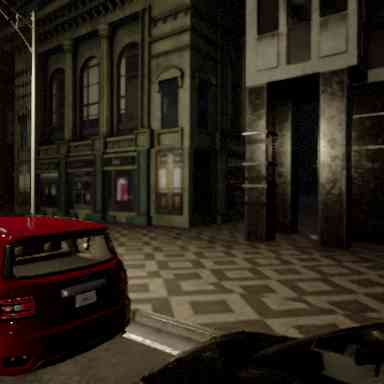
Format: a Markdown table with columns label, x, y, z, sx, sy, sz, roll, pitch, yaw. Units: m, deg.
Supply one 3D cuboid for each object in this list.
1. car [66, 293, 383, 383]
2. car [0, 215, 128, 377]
| label | x | y | z | sx | sy | sz | roll | pitch | yaw |
| --- | --- | --- | --- | --- | --- | --- | --- | --- | --- |
| car | 1.434 | 1.567 | 1.938 | 4.313 | 1.339 | 1.947 | 0 | 0 | 35 |
| car | -3.162 | 1.297 | 5.200 | 5.009 | 1.841 | 2.192 | 0 | 0 | 35 |
